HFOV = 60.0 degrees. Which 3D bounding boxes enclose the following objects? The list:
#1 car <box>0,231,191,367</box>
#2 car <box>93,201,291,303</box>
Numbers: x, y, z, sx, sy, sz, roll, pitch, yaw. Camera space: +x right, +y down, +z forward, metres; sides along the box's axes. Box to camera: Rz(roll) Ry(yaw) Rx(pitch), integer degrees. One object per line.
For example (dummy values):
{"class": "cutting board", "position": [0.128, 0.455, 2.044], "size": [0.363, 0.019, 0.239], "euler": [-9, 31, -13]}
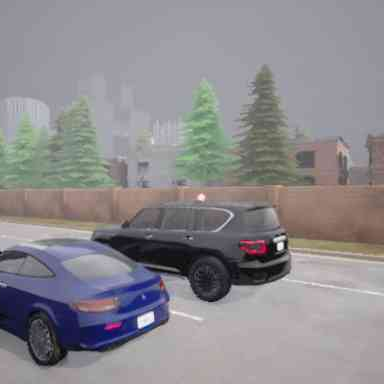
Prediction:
{"class": "car", "position": [-2.488, 1.543, 5.775], "size": [4.674, 1.442, 1.812], "euler": [0, 0, 36]}
{"class": "car", "position": [-0.330, 1.242, 8.528], "size": [5.566, 2.045, 2.150], "euler": [0, 0, 36]}
